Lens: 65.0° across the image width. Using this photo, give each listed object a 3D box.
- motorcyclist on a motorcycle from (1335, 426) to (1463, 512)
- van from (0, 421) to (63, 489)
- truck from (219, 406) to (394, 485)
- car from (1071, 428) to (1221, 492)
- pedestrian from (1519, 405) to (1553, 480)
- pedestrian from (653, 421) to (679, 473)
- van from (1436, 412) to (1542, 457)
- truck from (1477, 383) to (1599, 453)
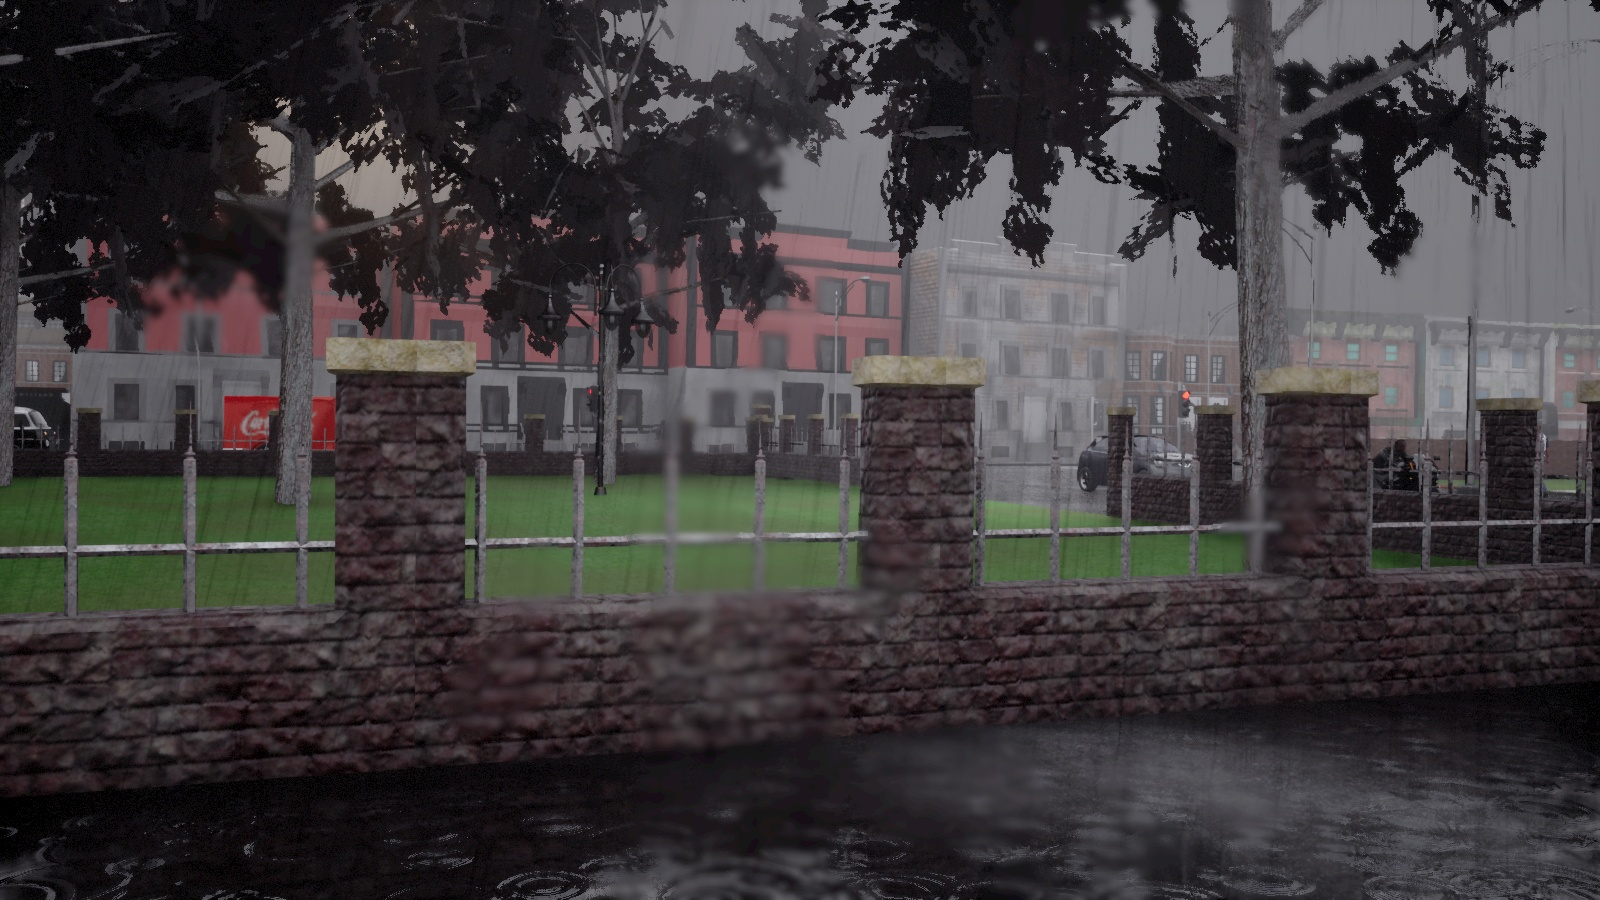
[{"bbox_3d":[11.227,0.327,23.635,0.866,1.530,2.191,-1,1,-21],"label":"motorcyclist on a motorcycle"},{"bbox_3d":[-25.457,0.169,38.585,4.480,2.038,2.069,-1,1,-19],"label":"van"},{"bbox_3d":[-16.271,-0.192,41.748,5.204,2.467,2.627,-1,1,-18],"label":"truck"},{"bbox_3d":[8.567,0.208,31.409,1.845,1.501,3.633,-1,1,-20],"label":"car"},{"bbox_3d":[18.100,-0.191,30.906,0.354,1.836,0.706,-1,1,-9],"label":"pedestrian"},{"bbox_3d":[-4.982,-0.117,46.605,0.563,1.883,0.849,-1,1,-42],"label":"pedestrian"},{"bbox_3d":[32.006,-0.744,58.306,4.442,1.987,1.775,-1,1,-19],"label":"van"},{"bbox_3d":[39.333,-1.667,65.019,7.936,3.462,2.891,-1,1,-19],"label":"truck"}]
